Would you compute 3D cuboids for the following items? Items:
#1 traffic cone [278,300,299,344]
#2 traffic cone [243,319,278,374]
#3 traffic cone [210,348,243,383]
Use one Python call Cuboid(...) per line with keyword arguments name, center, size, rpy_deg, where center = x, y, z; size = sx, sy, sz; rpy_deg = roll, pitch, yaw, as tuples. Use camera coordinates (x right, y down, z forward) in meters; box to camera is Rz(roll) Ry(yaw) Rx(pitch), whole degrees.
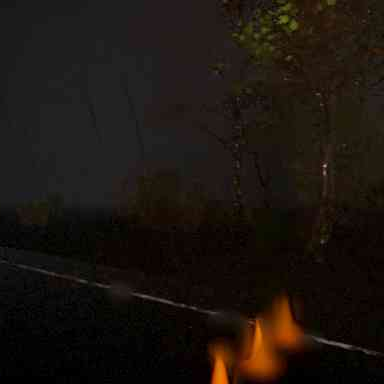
Cuboid(name="traffic cone", center=(1.452, 1.982, 5.190), size=(0.340, 0.580, 0.340), rpy_deg=(0, 0, 35))
Cuboid(name="traffic cone", center=(0.872, 1.978, 4.376), size=(0.340, 0.580, 0.340), rpy_deg=(0, 0, 35))
Cuboid(name="traffic cone", center=(0.292, 1.973, 3.561), size=(0.340, 0.580, 0.340), rpy_deg=(0, 0, 35))
